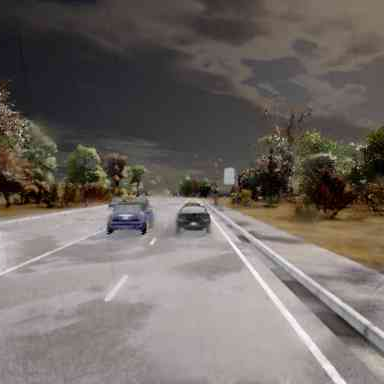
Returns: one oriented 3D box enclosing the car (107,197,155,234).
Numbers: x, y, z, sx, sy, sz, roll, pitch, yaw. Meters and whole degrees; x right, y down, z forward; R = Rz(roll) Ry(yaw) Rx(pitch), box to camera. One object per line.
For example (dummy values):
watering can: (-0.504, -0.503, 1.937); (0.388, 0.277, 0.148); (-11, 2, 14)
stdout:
car: (-3.413, 1.356, 19.321); (2.097, 1.767, 4.553); (0, 0, 0)

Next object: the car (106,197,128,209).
car: (-10.613, 1.501, 47.382); (2.128, 1.511, 4.902); (0, 0, 0)

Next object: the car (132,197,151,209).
car: (-7.105, 1.516, 47.223); (1.837, 1.490, 4.892); (0, -1, 0)

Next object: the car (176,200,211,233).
car: (0.088, 1.481, 19.535); (1.882, 1.535, 5.008); (0, 0, 0)
